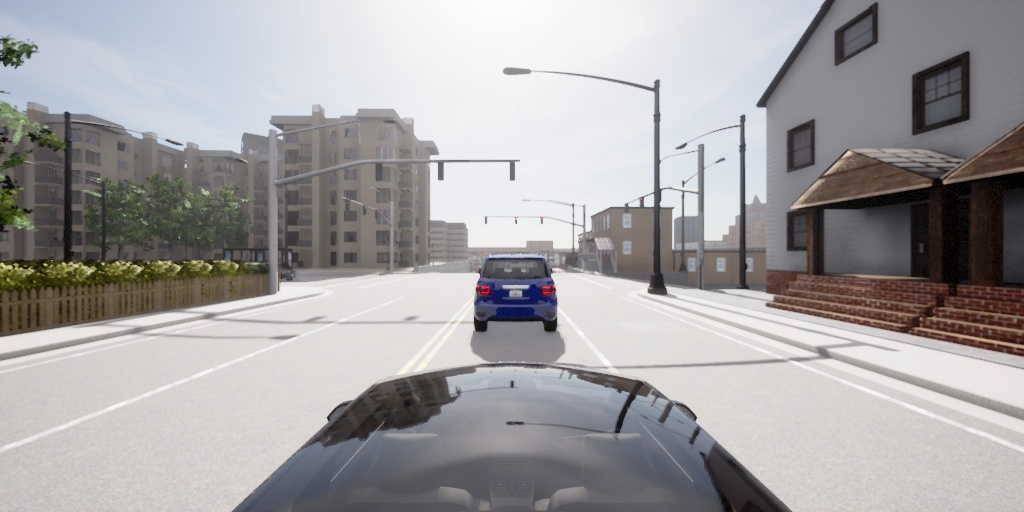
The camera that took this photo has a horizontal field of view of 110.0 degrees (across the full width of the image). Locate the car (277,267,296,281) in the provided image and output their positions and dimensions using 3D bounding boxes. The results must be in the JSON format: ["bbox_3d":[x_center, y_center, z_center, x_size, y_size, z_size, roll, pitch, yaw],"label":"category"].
[{"bbox_3d":[-19.584,1.276,28.236,4.674,1.442,1.812,0,0,1],"label":"car"}]

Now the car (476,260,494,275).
[{"bbox_3d":[-3.546,1.572,47.839,2.097,1.767,4.553,0,-4,0],"label":"car"}]

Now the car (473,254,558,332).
[{"bbox_3d":[0.105,0.972,11.037,2.150,2.045,5.566,0,0,0],"label":"car"}]
